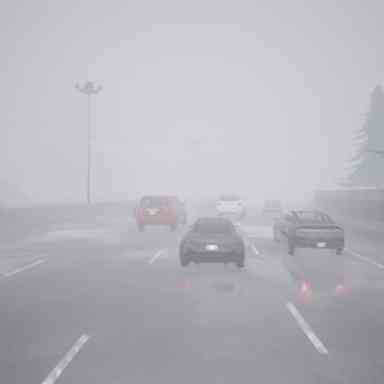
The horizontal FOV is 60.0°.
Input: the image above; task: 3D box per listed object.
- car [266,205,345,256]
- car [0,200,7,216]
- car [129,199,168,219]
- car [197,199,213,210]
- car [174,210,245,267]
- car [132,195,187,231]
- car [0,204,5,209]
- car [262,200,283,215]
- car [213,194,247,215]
[{"bbox_3d":[4.396,1.467,13.084,2.128,1.511,4.902,0,0,6],"label":"car"},{"bbox_3d":[-18.279,1.436,28.415,1.812,1.442,4.674,0,0,11],"label":"car"},{"bbox_3d":[-3.657,1.433,29.086,1.837,1.490,4.892,0,0,12],"label":"car"},{"bbox_3d":[2.049,1.464,37.503,2.033,1.411,5.357,0,0,16],"label":"car"},{"bbox_3d":[0.729,1.538,11.454,1.994,1.385,4.181,0,0,5],"label":"car"},{"bbox_3d":[-1.707,1.174,20.265,2.150,2.045,5.566,0,0,8],"label":"car"},{"bbox_3d":[-15.545,1.433,23.648,1.837,1.490,4.892,0,0,10],"label":"car"},{"bbox_3d":[7.821,1.484,32.286,2.033,1.411,5.357,0,0,15],"label":"car"},{"bbox_3d":[3.564,1.158,29.496,2.150,2.045,5.566,0,0,13],"label":"car"}]
